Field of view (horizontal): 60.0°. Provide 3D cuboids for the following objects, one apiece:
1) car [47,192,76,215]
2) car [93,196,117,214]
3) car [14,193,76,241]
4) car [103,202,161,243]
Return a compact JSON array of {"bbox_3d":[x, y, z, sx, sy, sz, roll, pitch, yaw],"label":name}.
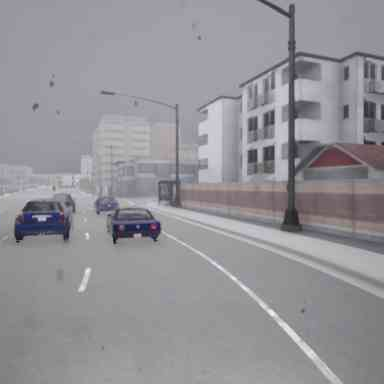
[{"bbox_3d":[-11.124,0.883,28.659,2.097,1.767,4.553,0,1,-19],"label":"car"},{"bbox_3d":[-7.314,1.075,28.407,2.033,1.411,5.357,0,1,-19],"label":"car"},{"bbox_3d":[-6.683,1.099,15.411,2.097,1.767,4.553,0,1,-17],"label":"car"},{"bbox_3d":[-2.757,1.350,14.838,1.895,1.301,4.718,0,1,-18],"label":"car"}]
